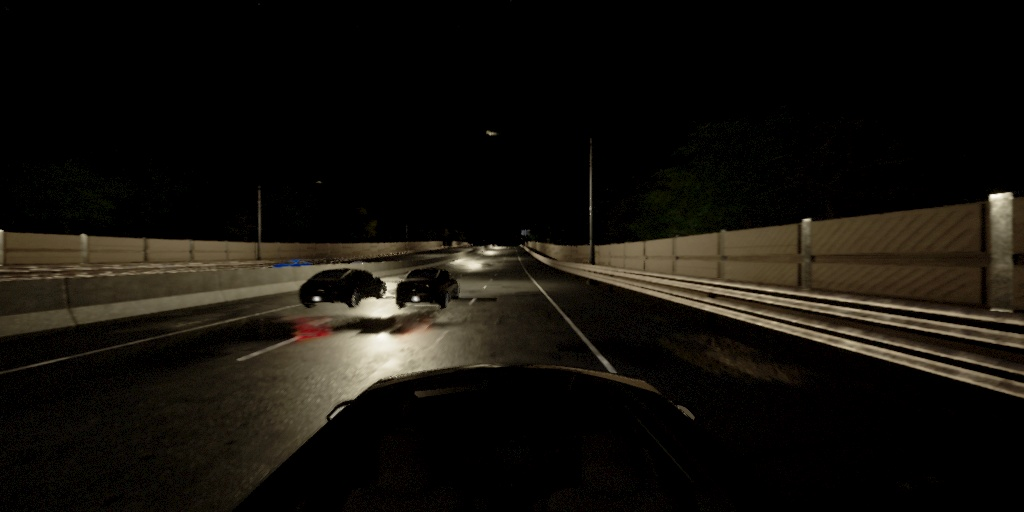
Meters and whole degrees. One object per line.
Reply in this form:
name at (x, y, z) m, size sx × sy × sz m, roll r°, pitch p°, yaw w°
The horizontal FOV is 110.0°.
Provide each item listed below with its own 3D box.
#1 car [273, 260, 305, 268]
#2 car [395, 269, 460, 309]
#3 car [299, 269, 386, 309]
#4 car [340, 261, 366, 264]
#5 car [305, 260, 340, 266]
car at (-24.551, 1.209, 40.175) m, size 1.882 × 1.535 × 5.008 m, roll 0°, pitch 0°, yaw 0°
car at (-3.395, 1.263, 15.060) m, size 1.837 × 1.490 × 4.892 m, roll 0°, pitch 0°, yaw 0°
car at (-6.896, 1.263, 15.090) m, size 1.837 × 1.490 × 4.892 m, roll 0°, pitch 0°, yaw 0°
car at (-17.554, 1.285, 41.310) m, size 1.994 × 1.385 × 4.181 m, roll 0°, pitch 1°, yaw 1°
car at (-21.056, 1.230, 40.967) m, size 1.837 × 1.490 × 4.892 m, roll 0°, pitch 1°, yaw 0°
